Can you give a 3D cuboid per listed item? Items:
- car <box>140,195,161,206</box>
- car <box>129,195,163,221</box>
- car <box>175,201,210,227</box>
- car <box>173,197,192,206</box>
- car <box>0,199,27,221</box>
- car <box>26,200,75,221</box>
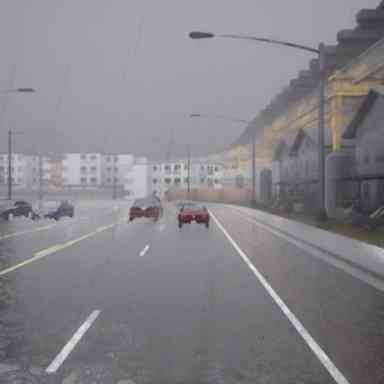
[{"bbox_3d":[-6.169,1.185,48.821,1.882,1.535,5.008,0,0,-22],"label":"car"},{"bbox_3d":[-3.397,1.199,25.504,2.097,1.767,4.553,0,0,0],"label":"car"},{"bbox_3d":[0.103,1.470,21.693,1.895,1.301,4.718,0,0,0],"label":"car"},{"bbox_3d":[-1.334,1.328,45.430,1.895,1.301,4.718,0,0,-13],"label":"car"},{"bbox_3d":[-13.997,1.346,25.547,1.837,1.490,4.892,0,0,0],"label":"car"},{"bbox_3d":[-10.497,1.376,25.547,1.812,1.442,4.674,0,0,0],"label":"car"}]
